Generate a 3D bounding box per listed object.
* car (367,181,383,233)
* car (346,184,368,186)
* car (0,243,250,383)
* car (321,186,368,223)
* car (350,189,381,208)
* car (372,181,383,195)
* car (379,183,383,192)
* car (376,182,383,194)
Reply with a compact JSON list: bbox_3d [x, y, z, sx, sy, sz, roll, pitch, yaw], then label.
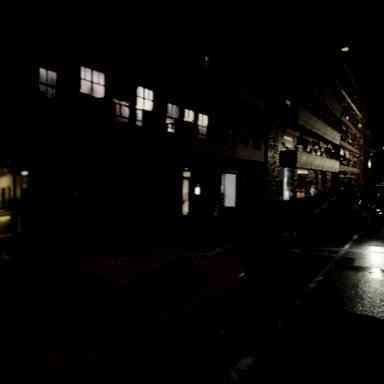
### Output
[{"bbox_3d":[9.249,0.633,14.522,2.150,2.045,5.566,2,3,33],"label":"car"},{"bbox_3d":[11.395,0.365,22.819,2.192,1.841,5.009,3,3,33],"label":"car"},{"bbox_3d":[-0.906,1.327,3.744,1.752,1.417,4.829,3,3,33],"label":"car"},{"bbox_3d":[8.341,0.676,18.090,1.967,1.590,4.097,3,3,33],"label":"car"},{"bbox_3d":[14.443,0.444,27.568,1.802,1.307,4.206,3,3,33],"label":"car"},{"bbox_3d":[26.653,-0.572,46.495,2.192,1.841,5.009,3,3,33],"label":"car"},{"bbox_3d":[32.752,-0.718,55.977,1.887,1.381,4.507,3,3,33],"label":"car"},{"bbox_3d":[29.701,-0.635,51.236,1.967,1.590,4.097,3,3,33],"label":"car"}]
